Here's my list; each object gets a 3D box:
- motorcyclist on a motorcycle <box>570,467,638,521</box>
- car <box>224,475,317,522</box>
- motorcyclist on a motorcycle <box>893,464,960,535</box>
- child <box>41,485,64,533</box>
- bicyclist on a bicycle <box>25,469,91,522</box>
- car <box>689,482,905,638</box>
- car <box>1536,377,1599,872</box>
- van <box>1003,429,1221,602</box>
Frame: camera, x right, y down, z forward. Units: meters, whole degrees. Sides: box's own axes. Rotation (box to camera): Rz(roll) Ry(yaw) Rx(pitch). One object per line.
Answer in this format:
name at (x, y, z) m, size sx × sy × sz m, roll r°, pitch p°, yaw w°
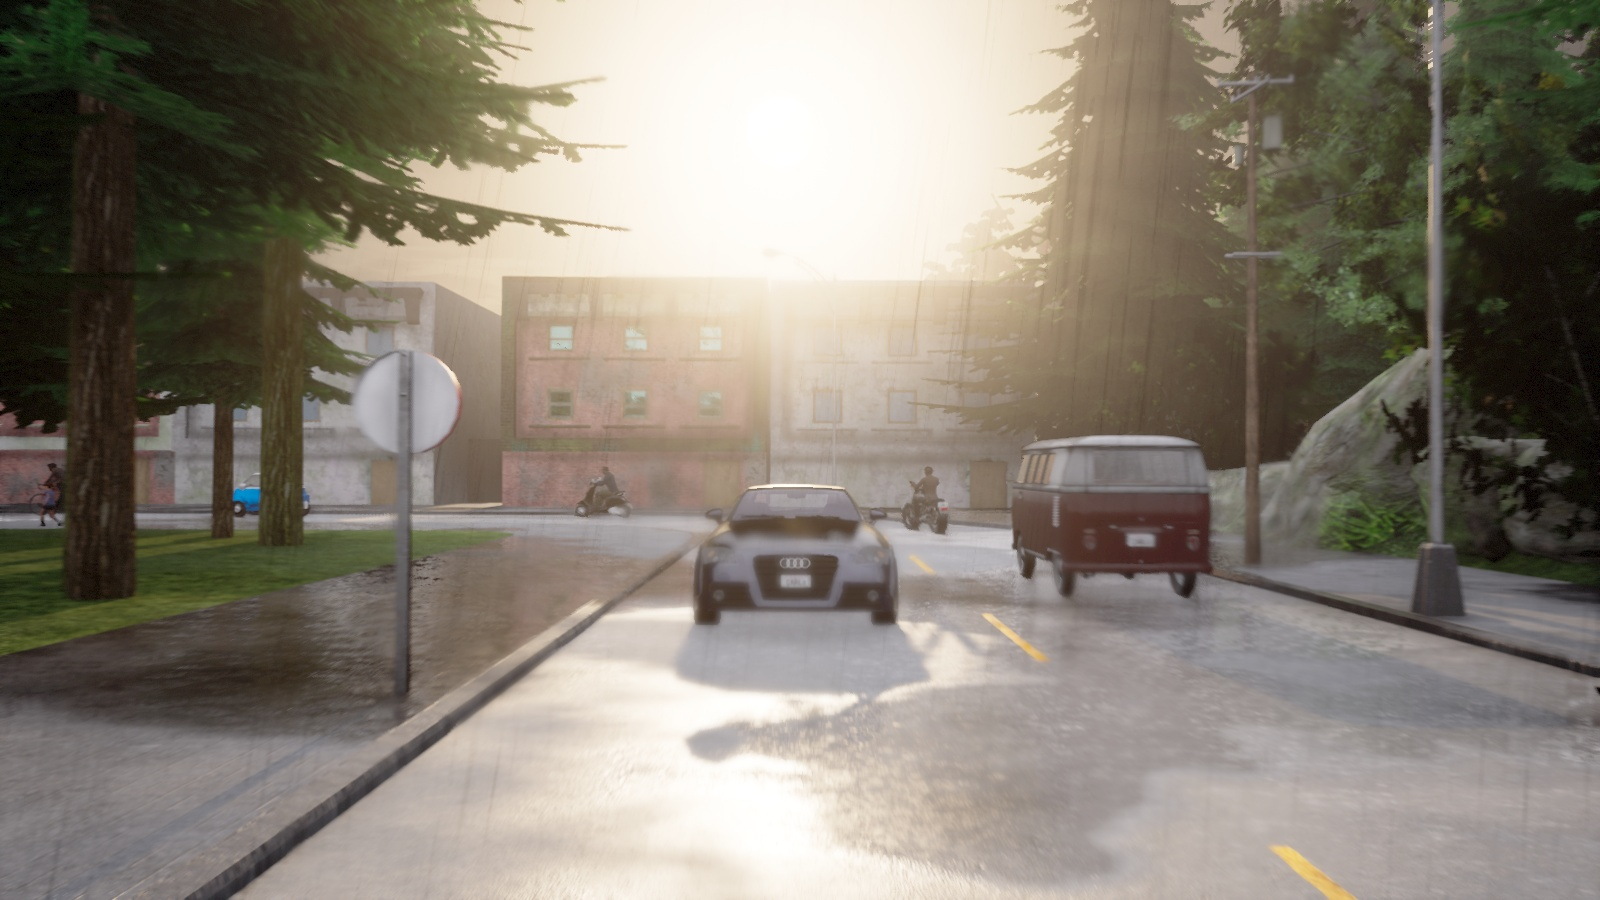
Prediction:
motorcyclist on a motorcycle at (-5.941, 1.326, 38.122) m, size 1.817 × 1.590 × 0.866 m, roll 0°, pitch 0°, yaw 11°
car at (-16.209, 1.473, 38.507) m, size 2.207 × 1.376 × 1.481 m, roll 0°, pitch -1°, yaw 1°
motorcyclist on a motorcycle at (3.045, 1.180, 30.524) m, size 0.766 × 1.649 × 2.350 m, roll -1°, pitch -1°, yaw -16°
child at (-17.600, 1.387, 29.571) m, size 0.394 × 1.110 × 0.255 m, roll 0°, pitch -1°, yaw 6°
bicyclist on a bicycle at (-22.770, 1.396, 38.544) m, size 1.656 × 1.620 × 0.582 m, roll 0°, pitch -1°, yaw 0°
car at (-0.032, 1.067, 13.713) m, size 1.994 × 1.385 × 4.181 m, roll 0°, pitch -1°, yaw 0°
car at (3.992, 0.636, 3.224) m, size 1.905 × 1.878 × 3.866 m, roll 0°, pitch -1°, yaw 0°
van at (3.959, 0.783, 16.728) m, size 1.775 × 1.987 × 4.442 m, roll 0°, pitch -1°, yaw 0°
